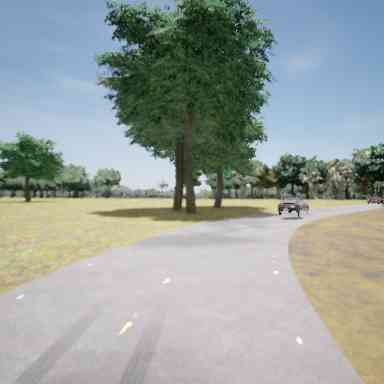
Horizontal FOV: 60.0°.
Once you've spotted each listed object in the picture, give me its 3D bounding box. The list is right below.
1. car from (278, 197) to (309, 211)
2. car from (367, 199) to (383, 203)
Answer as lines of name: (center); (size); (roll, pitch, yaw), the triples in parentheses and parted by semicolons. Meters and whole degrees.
car: (8.929, 1.196, 29.092); (1.837, 1.490, 4.892); (0, 0, 32)
car: (29.782, 1.385, 54.001); (1.895, 1.301, 4.718); (0, 0, 41)
